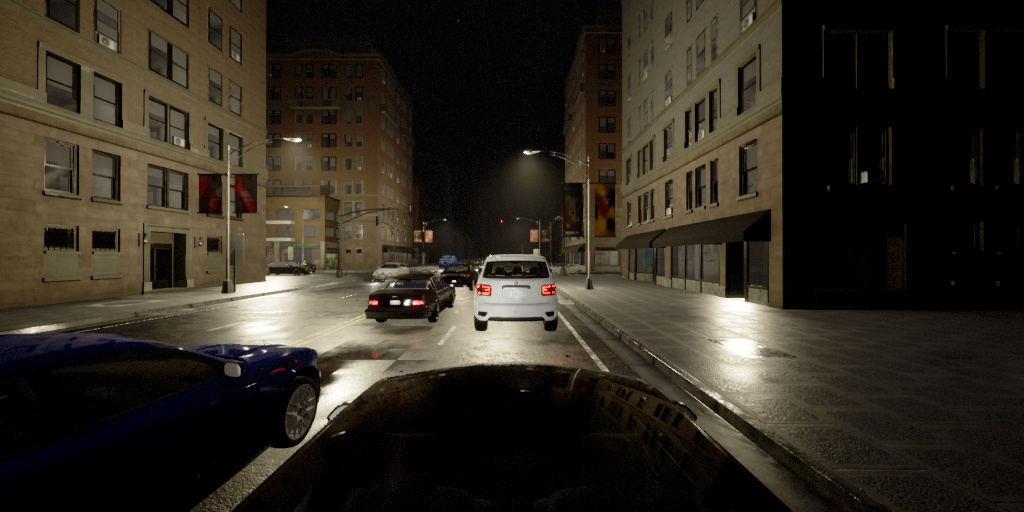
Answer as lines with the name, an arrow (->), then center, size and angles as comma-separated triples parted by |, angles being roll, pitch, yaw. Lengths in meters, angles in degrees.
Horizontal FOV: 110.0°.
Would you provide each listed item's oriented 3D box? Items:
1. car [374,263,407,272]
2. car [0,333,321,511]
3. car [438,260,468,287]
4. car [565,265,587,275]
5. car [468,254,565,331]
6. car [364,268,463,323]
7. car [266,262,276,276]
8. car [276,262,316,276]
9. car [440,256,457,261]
car -> -9.851, 1.271, 29.605 | 1.812, 1.442, 4.674 | 0, 0, 0
car -> -3.152, 1.228, 2.196 | 1.882, 1.535, 5.008 | 0, 0, 0
car -> -3.150, 1.227, 22.012 | 1.882, 1.535, 5.008 | 0, 0, 0
car -> 5.337, 1.358, 36.992 | 4.718, 1.301, 1.895 | 0, 0, 7
car -> 0.100, 0.971, 11.090 | 2.150, 2.045, 5.566 | 0, 0, 0
car -> -3.153, 1.297, 12.159 | 2.033, 1.411, 5.357 | 0, 0, 0
car -> -25.416, 1.169, 34.109 | 4.097, 1.591, 1.967 | 0, 0, 0
car -> -23.141, 1.288, 36.638 | 5.357, 1.411, 2.033 | 0, 0, 0
car -> -9.835, 0.964, 55.425 | 2.150, 2.045, 5.566 | 0, 0, 0
